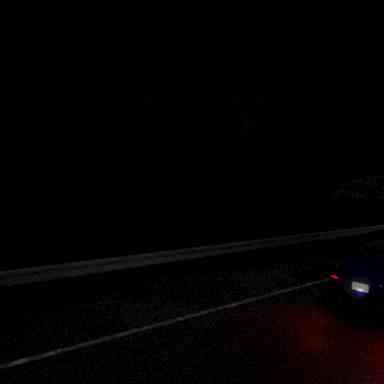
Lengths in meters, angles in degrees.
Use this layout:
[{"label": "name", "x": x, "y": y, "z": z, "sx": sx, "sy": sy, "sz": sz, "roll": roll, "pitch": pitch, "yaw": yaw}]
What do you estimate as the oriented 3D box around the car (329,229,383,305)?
[{"label": "car", "x": 4.838, "y": 1.504, "z": 7.201, "sx": 4.674, "sy": 1.442, "sz": 1.812, "roll": 0, "pitch": 0, "yaw": -36}]
